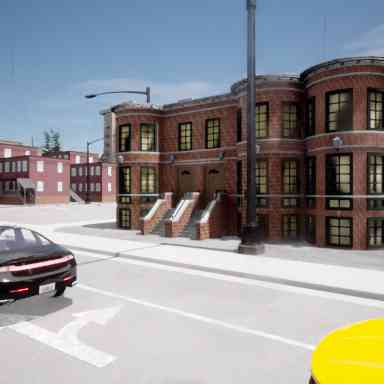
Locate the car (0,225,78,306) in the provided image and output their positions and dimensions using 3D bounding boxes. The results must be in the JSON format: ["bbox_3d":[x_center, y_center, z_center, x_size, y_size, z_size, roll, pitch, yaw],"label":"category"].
[{"bbox_3d":[-4.569,1.492,7.263,4.902,1.511,2.128,0,0,34],"label":"car"}]

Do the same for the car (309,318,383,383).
[{"bbox_3d":[3.198,1.478,1.713,5.008,1.535,1.882,0,0,36],"label":"car"}]
